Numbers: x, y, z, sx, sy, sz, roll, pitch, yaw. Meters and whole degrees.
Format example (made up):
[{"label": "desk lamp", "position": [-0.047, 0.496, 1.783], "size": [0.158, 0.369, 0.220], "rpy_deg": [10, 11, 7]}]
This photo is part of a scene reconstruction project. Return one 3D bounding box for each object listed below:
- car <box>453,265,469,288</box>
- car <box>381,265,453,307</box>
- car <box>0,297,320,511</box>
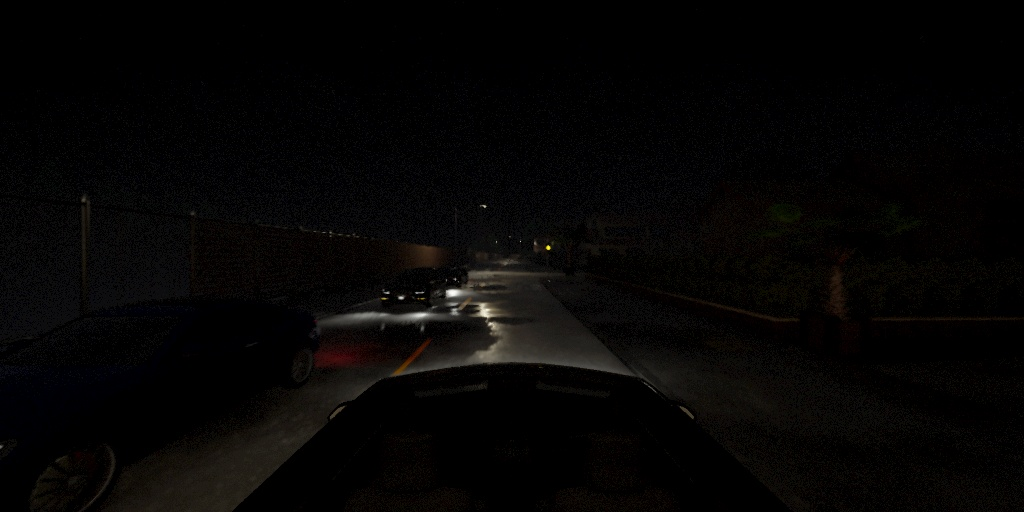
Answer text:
[{"label": "car", "position": [-4.013, 1.287, 23.979], "size": [2.033, 1.411, 5.357], "rpy_deg": [0, 0, 1]}, {"label": "car", "position": [-3.995, 1.257, 15.347], "size": [1.837, 1.490, 4.892], "rpy_deg": [0, 0, 0]}, {"label": "car", "position": [-4.091, 1.270, 4.183], "size": [1.812, 1.442, 4.674], "rpy_deg": [0, 0, 0]}]
